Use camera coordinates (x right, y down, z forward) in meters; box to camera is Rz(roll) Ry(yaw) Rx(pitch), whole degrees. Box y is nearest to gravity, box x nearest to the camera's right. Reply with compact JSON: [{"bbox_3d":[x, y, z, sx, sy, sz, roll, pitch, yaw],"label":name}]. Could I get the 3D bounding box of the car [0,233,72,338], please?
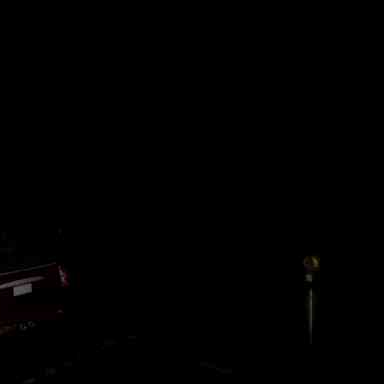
[{"bbox_3d":[-4.033,1.440,5.949,4.097,1.590,1.967,0,0,35],"label":"car"}]
